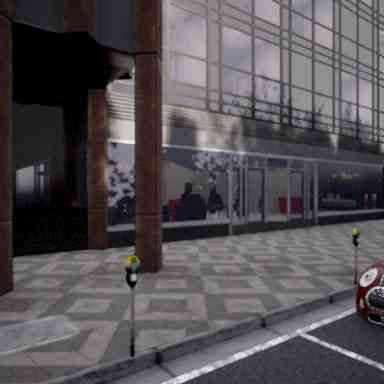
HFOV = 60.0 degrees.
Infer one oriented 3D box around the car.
[{"bbox_3d":[4.722,1.438,5.972,4.097,1.590,1.967,0,0,-36],"label":"car"}]
